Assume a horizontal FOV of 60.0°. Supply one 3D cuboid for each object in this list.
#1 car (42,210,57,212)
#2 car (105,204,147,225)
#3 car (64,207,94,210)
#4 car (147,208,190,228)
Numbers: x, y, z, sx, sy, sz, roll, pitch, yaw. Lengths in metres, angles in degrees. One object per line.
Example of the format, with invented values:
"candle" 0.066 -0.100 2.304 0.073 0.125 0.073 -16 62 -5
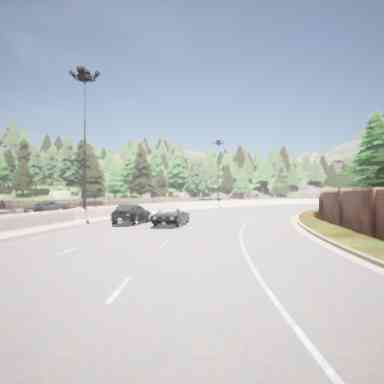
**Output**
"car" -13.631 1.829 33.757 1.994 1.385 4.181 0 -1 16
"car" -4.624 1.707 25.796 1.837 1.490 4.892 0 -1 11
"car" -10.290 1.608 32.736 2.097 1.767 4.553 0 0 16
"car" -1.437 1.790 24.129 1.895 1.301 4.718 0 0 11
